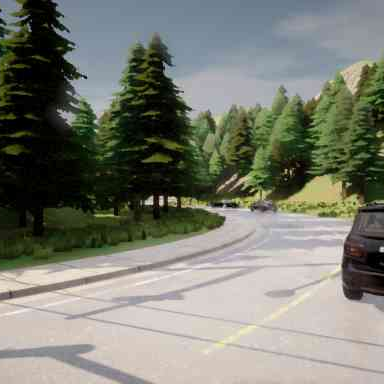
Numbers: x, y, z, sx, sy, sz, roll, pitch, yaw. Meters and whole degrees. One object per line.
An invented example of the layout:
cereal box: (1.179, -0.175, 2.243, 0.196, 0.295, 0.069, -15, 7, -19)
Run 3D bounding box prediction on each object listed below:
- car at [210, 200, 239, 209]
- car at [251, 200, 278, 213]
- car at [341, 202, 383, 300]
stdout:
car: (4.697, 1.787, 49.356, 1.895, 1.301, 4.718, 0, 0, -33)
car: (8.599, 1.683, 39.800, 1.812, 1.442, 4.674, 0, 0, -13)
car: (5.057, 1.245, 7.784, 2.150, 2.045, 5.566, 0, 0, 35)
